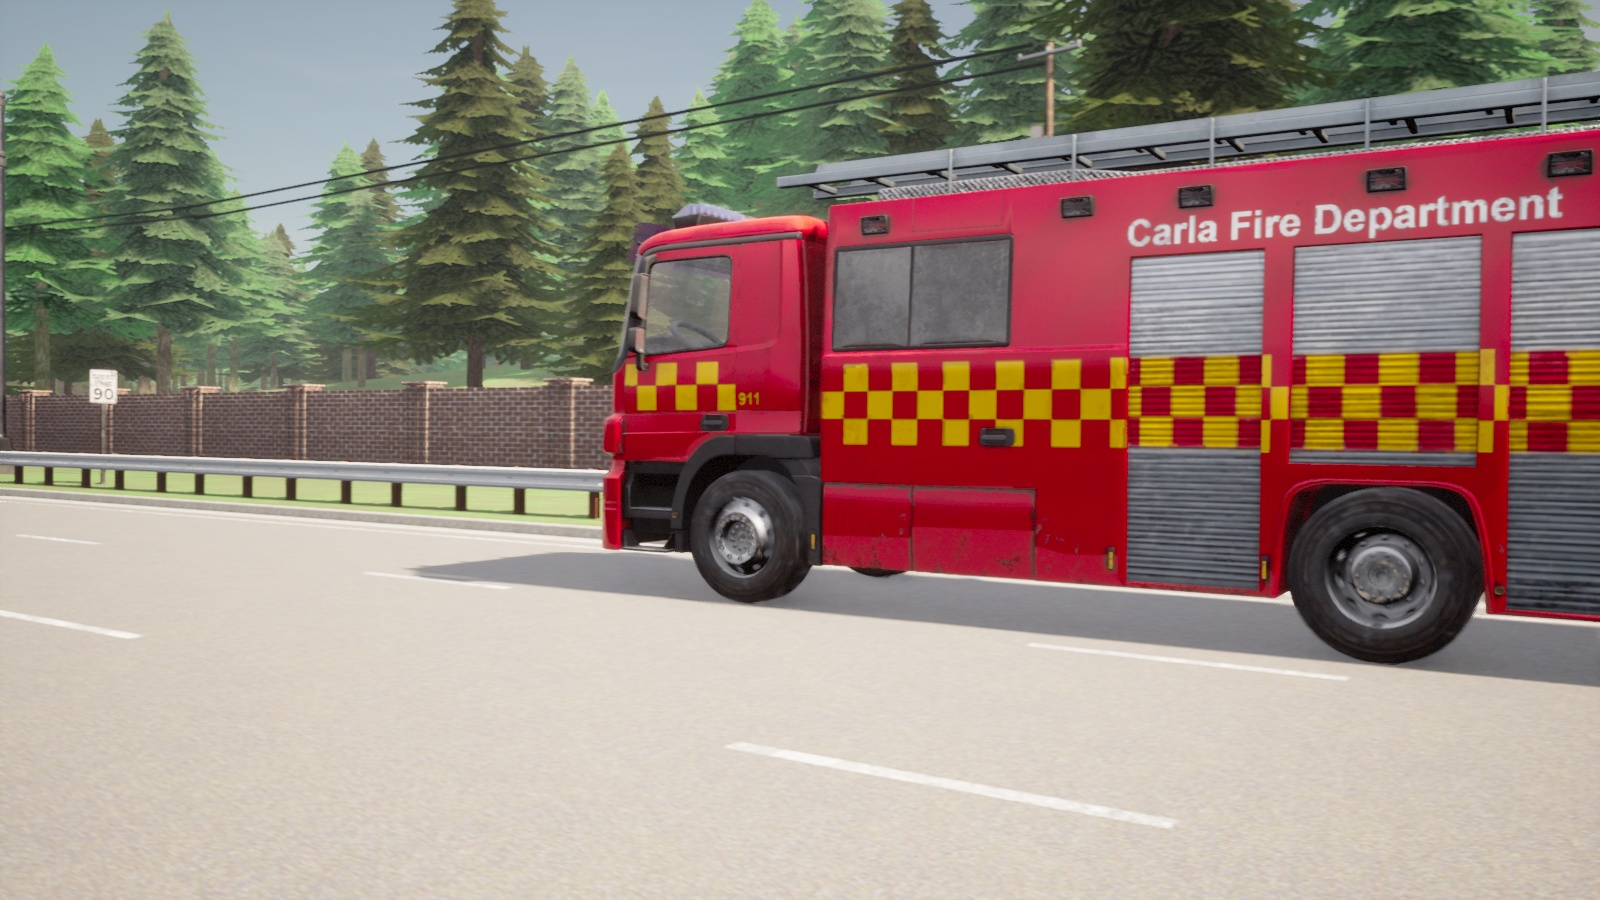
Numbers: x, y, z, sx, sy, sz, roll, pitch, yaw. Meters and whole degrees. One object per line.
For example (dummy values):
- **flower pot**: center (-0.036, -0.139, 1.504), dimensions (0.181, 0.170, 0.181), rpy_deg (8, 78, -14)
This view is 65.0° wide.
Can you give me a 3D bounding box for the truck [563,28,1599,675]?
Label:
- **truck**: center (2.185, -0.599, 10.693), dimensions (8.468, 3.827, 2.891), rpy_deg (0, 1, 31)
